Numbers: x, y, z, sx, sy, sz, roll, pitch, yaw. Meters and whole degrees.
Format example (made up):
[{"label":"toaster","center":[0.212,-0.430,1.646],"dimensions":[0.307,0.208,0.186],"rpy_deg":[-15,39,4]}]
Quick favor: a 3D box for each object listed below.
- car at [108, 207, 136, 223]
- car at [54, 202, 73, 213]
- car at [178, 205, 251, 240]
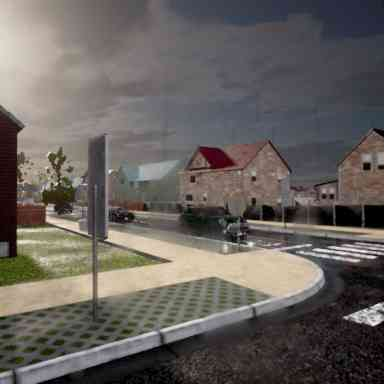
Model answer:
[{"label":"car","center":[-6.846,2.005,30.188],"dimensions":[1.895,1.301,4.718],"rpy_deg":[0,-1,-34]},{"label":"car","center":[-18.245,2.218,47.124],"dimensions":[1.837,1.490,4.892],"rpy_deg":[0,-1,-34]},{"label":"car","center":[1.122,1.547,18.469],"dimensions":[2.097,1.767,4.553],"rpy_deg":[0,-1,-34]}]
